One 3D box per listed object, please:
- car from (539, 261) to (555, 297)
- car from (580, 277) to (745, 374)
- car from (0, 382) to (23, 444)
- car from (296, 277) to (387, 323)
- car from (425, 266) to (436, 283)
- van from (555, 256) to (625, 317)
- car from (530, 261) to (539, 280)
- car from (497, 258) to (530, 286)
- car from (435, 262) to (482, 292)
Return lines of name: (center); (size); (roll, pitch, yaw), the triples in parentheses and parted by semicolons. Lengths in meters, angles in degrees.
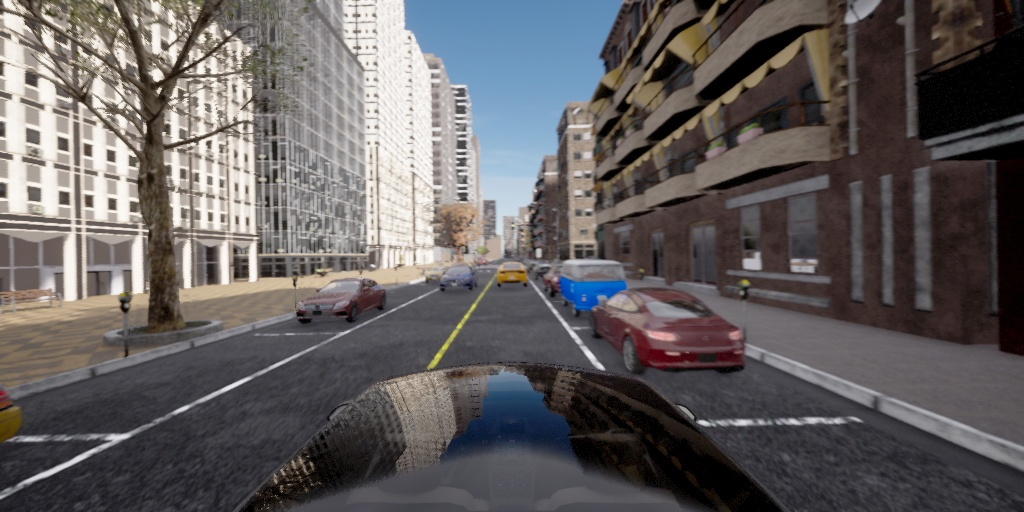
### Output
car: (2.664, 1.099, 18.131); (1.967, 1.591, 4.097); (0, 0, 0)
car: (2.723, 1.265, 7.066); (1.802, 1.307, 4.207); (0, 0, 0)
car: (-5.625, 1.388, 1.319); (1.751, 1.417, 4.829); (0, 0, 0)
car: (-5.685, 1.420, 12.554); (1.802, 1.307, 4.207); (0, 0, 0)
car: (-5.772, 1.328, 28.981); (1.751, 1.417, 4.829); (0, 0, 0)
van: (2.694, 1.012, 12.598); (1.690, 1.789, 3.998); (0, 0, 0)
car: (2.605, 1.186, 29.195); (2.007, 1.370, 4.403); (0, 0, 0)
car: (0.004, 1.175, 24.597); (1.882, 1.535, 5.008); (-1, 0, 0)
car: (-3.138, 1.292, 21.861); (1.812, 1.442, 4.674); (-1, 0, 0)
